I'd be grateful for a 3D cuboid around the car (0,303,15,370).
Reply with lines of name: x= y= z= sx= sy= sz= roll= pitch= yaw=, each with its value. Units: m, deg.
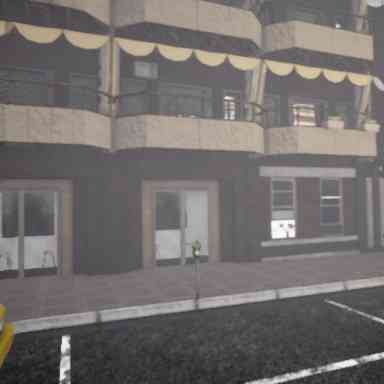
car: x=-4.599 y=1.695 z=3.431 sx=4.829 sy=1.417 sz=1.752 roll=0 pitch=-2 yaw=-20
